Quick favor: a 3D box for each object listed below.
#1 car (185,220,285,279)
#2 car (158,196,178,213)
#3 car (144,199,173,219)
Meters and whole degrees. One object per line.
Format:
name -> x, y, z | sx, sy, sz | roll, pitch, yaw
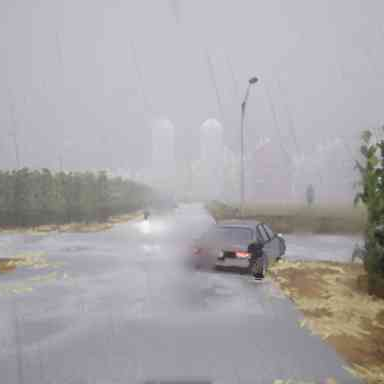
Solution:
car -> 1.581, 1.584, 10.194 | 2.033, 1.411, 5.357 | 0, -2, 23
car -> -3.183, 1.458, 40.582 | 2.150, 2.045, 5.566 | 0, 0, 0
car -> -3.188, 1.627, 30.219 | 2.128, 1.511, 4.902 | 0, -1, 0
